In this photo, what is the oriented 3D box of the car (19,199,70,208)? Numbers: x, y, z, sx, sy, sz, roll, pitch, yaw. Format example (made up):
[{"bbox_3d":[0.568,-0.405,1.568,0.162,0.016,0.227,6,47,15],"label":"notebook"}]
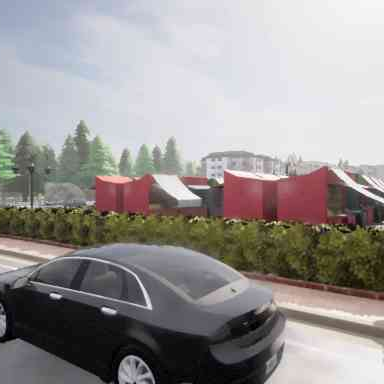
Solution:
[{"bbox_3d":[-15.500,1.670,34.227,1.895,1.301,4.718,0,0,36],"label":"car"}]

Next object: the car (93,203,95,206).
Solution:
[{"bbox_3d":[-10.184,1.421,41.536,2.097,1.767,4.553,0,0,36],"label":"car"}]

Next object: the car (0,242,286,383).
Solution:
[{"bbox_3d":[-1.155,1.507,4.825,4.892,1.490,1.837,0,0,36],"label":"car"}]

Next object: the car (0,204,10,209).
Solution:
[{"bbox_3d":[-20.846,1.618,32.799,2.033,1.411,5.357,0,0,39],"label":"car"}]

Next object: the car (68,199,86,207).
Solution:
[{"bbox_3d":[-15.238,1.562,40.538,2.128,1.511,4.902,0,0,36],"label":"car"}]
